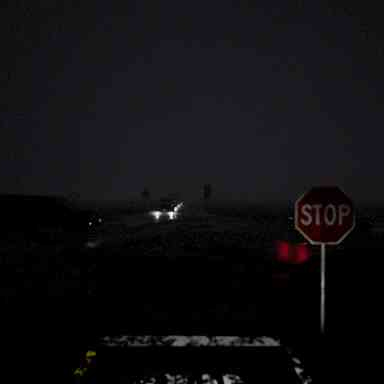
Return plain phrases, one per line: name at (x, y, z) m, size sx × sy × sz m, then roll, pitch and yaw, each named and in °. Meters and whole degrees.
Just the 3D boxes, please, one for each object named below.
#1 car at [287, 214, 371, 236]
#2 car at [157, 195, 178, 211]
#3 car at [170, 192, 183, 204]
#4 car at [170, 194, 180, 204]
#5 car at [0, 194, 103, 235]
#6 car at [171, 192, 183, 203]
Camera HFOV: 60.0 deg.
car at (7.072, 1.513, 17.026) m, size 4.902 × 1.511 × 2.128 m, roll 0°, pitch 0°, yaw -29°
car at (-3.036, 1.405, 39.286) m, size 1.882 × 1.535 × 5.008 m, roll 0°, pitch 0°, yaw 0°
car at (-3.074, 1.123, 59.181) m, size 2.150 × 2.045 × 5.566 m, roll 0°, pitch 0°, yaw 0°
car at (-3.068, 1.440, 48.736) m, size 1.812 × 1.442 × 4.674 m, roll 0°, pitch 0°, yaw 0°
car at (-7.785, 1.172, 18.172) m, size 5.566 × 2.045 × 2.150 m, roll 0°, pitch 1°, yaw 0°
car at (-3.118, 1.116, 69.667) m, size 2.150 × 2.045 × 5.566 m, roll 0°, pitch 0°, yaw 0°
